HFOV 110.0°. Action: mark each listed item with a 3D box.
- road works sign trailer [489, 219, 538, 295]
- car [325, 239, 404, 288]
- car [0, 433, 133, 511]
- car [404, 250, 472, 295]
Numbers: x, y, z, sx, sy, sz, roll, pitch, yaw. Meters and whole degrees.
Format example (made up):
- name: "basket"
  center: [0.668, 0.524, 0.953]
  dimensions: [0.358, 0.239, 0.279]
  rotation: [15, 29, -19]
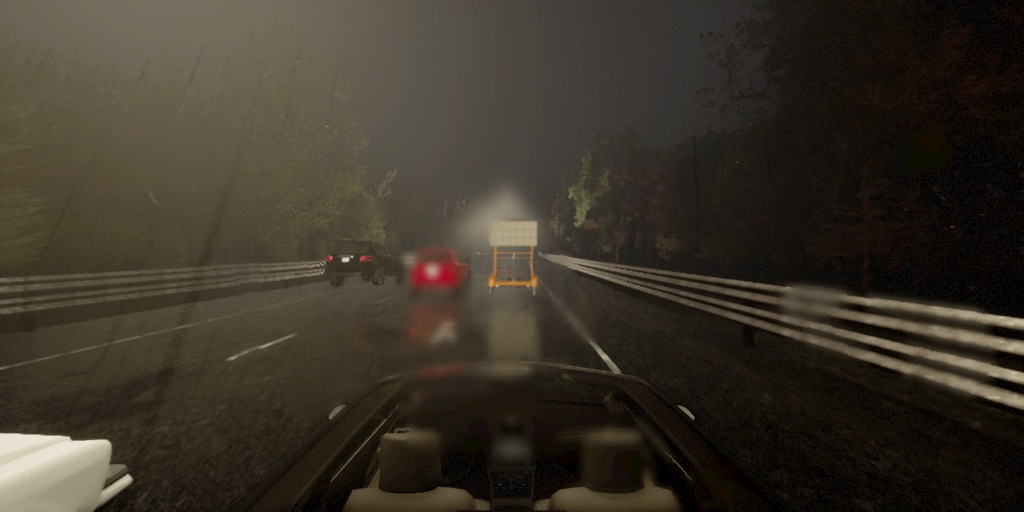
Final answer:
- name: "road works sign trailer"
  center: [0.087, -0.035, 17.728]
  dimensions: [2.380, 3.560, 2.880]
  rotation: [0, 0, 1]
- name: "car"
  center: [-6.871, 0.354, 17.545]
  dimensions: [2.150, 2.045, 5.566]
  rotation: [1, -2, 1]
- name: "car"
  center: [-3.394, 1.374, 0.128]
  dimensions: [1.895, 1.301, 4.718]
  rotation: [0, 1, 0]
- name: "car"
  center: [-3.307, 0.722, 17.706]
  dimensions: [2.150, 2.045, 5.566]
  rotation: [0, 1, 1]
